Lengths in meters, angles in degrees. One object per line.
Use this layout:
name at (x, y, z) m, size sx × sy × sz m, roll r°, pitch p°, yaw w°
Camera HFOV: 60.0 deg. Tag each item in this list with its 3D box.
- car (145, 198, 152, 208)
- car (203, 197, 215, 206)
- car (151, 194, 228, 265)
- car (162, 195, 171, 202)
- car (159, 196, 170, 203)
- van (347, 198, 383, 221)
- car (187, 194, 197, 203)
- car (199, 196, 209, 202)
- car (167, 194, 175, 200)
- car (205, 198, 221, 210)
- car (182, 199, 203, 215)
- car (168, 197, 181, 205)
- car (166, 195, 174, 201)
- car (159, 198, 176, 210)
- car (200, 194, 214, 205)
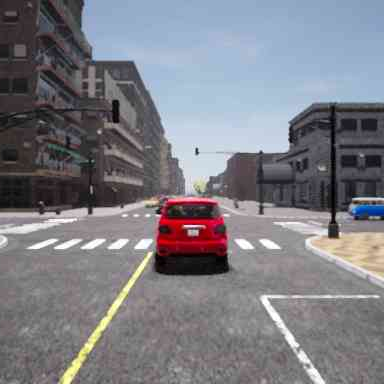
car at (-5.701, 1.506, 48.030) m, size 1.752 × 1.417 × 4.829 m, roll 0°, pitch 0°, yaw 0°
car at (2.678, 1.563, 53.742) m, size 1.802 × 1.307 × 4.206 m, roll 0°, pitch 0°, yaw 0°
car at (-0.122, 1.209, 11.789) m, size 2.150 × 2.045 × 5.566 m, roll 0°, pitch 0°, yaw -3°
car at (-5.708, 1.519, 75.726) m, size 1.752 × 1.417 × 4.829 m, roll 0°, pitch 0°, yaw 0°
car at (-5.707, 1.540, 70.357) m, size 2.008 × 1.369 × 4.403 m, roll 0°, pitch 0°, yaw 0°
van at (14.892, 1.390, 27.151) m, size 3.998 × 1.788 × 1.690 m, roll 0°, pitch 0°, yaw 0°
car at (-0.019, 1.344, 70.273) m, size 2.097 × 1.767 × 4.553 m, roll 0°, pitch 0°, yaw 0°
car at (2.672, 1.544, 75.899) m, size 2.008 × 1.369 × 4.403 m, roll 0°, pitch 0°, yaw 0°
car at (-5.712, 1.451, 92.514) m, size 1.967 × 1.590 × 4.097 m, roll 0°, pitch 0°, yaw 0°
car at (2.681, 1.506, 42.834) m, size 1.752 × 1.417 × 4.829 m, roll 0°, pitch 0°, yaw 0°
car at (0.090, 1.527, 35.048) m, size 2.033 × 1.411 × 5.357 m, roll 0°, pitch 0°, yaw 0°
car at (-3.059, 1.547, 59.246) m, size 1.994 × 1.385 × 4.181 m, roll 0°, pitch 0°, yaw 1°
car at (-5.711, 1.549, 86.975) m, size 1.887 × 1.381 × 4.507 m, roll 0°, pitch 0°, yaw 0°
car at (-3.098, 1.506, 42.347) m, size 1.812 × 1.442 × 4.674 m, roll 0°, pitch 0°, yaw 0°
car at (2.678, 1.298, 59.281) m, size 2.192 × 1.841 × 5.009 m, roll 0°, pitch 0°, yaw 0°
